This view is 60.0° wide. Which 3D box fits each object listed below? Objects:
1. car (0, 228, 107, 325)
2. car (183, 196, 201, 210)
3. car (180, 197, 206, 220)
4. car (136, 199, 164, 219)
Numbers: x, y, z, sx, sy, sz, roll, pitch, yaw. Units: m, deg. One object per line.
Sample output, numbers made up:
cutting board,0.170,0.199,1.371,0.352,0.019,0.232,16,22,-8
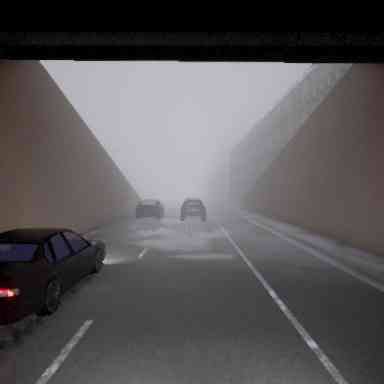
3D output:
car,-3.409,1.513,7.354,2.033,1.411,5.357,0,0,0
car,0.049,1.314,41.710,2.163,1.488,4.792,0,0,0
car,0.089,1.309,26.634,2.033,1.649,4.856,0,0,0
car,-3.411,1.352,27.581,1.882,1.535,5.008,0,0,0
